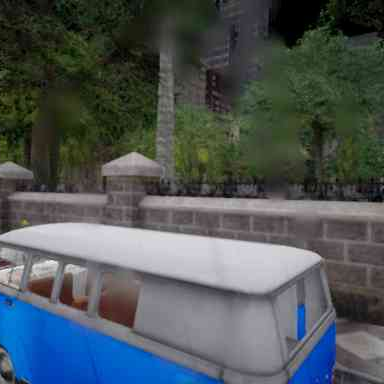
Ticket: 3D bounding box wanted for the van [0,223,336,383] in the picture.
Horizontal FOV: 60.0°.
[{"bbox_3d":[-0.641,1.304,3.423,3.998,1.788,1.690,1,1,36],"label":"van"}]
